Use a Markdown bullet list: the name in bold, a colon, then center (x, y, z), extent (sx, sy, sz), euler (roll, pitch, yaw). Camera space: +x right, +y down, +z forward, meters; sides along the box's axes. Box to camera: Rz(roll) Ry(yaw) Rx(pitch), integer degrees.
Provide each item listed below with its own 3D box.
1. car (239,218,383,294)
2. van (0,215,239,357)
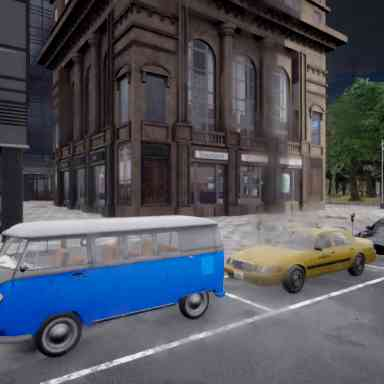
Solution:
- **car**: center (3.005, 1.525, 8.789), extent (4.829, 1.417, 1.752), euler (0, 0, -35)
- **van**: center (-1.285, 1.341, 5.733), extent (3.998, 1.788, 1.690), euler (0, 0, -35)
